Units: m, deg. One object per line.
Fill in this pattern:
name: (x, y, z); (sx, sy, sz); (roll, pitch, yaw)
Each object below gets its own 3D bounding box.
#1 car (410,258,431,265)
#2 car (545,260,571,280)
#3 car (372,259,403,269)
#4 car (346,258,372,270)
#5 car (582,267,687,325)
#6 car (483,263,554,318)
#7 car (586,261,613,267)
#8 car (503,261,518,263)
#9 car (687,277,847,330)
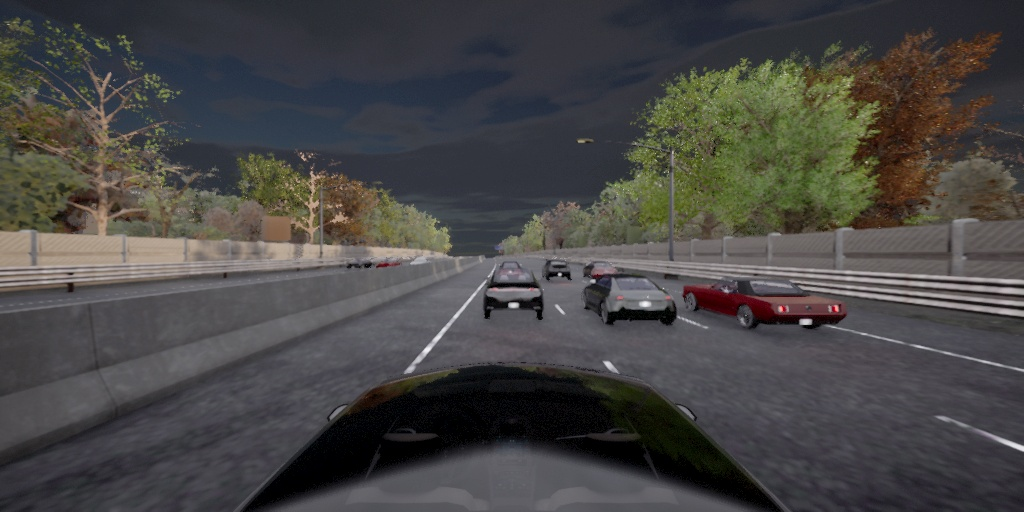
car: (-11.111, 0.932, 43.881); (1.812, 1.442, 4.674); (0, 0, -1)
car: (3.374, 1.043, 27.855); (1.837, 1.490, 4.892); (0, 0, -1)
car: (-14.592, 1.014, 42.894); (1.895, 1.301, 4.718); (0, 0, -1)
car: (-18.072, 0.974, 42.931); (1.895, 1.301, 4.718); (3, 1, -1)
car: (3.542, 1.234, 11.532); (1.994, 1.385, 4.181); (0, 0, 0)
car: (0.039, 1.154, 12.467); (2.128, 1.511, 4.902); (0, 0, 0)
car: (6.866, 1.098, 28.374); (1.994, 1.385, 4.181); (0, 0, -1)
car: (-0.133, 1.098, 28.298); (1.994, 1.385, 4.181); (0, 0, -1)
car: (7.046, 1.276, 10.819); (1.895, 1.301, 4.718); (0, 0, 0)
